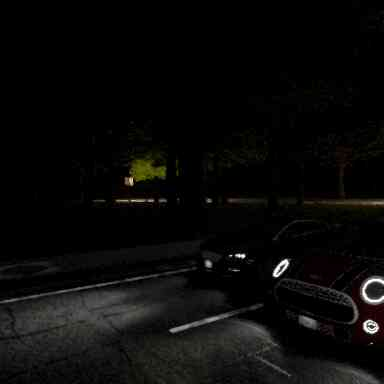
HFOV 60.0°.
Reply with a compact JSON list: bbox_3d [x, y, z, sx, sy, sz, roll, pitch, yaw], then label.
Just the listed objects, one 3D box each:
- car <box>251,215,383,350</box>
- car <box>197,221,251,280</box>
[{"bbox_3d":[3.528,1.307,6.196,4.553,1.767,2.097,-1,0,-35],"label":"car"},{"bbox_3d":[2.390,1.440,9.375,4.902,1.511,2.128,-1,0,-35],"label":"car"}]
